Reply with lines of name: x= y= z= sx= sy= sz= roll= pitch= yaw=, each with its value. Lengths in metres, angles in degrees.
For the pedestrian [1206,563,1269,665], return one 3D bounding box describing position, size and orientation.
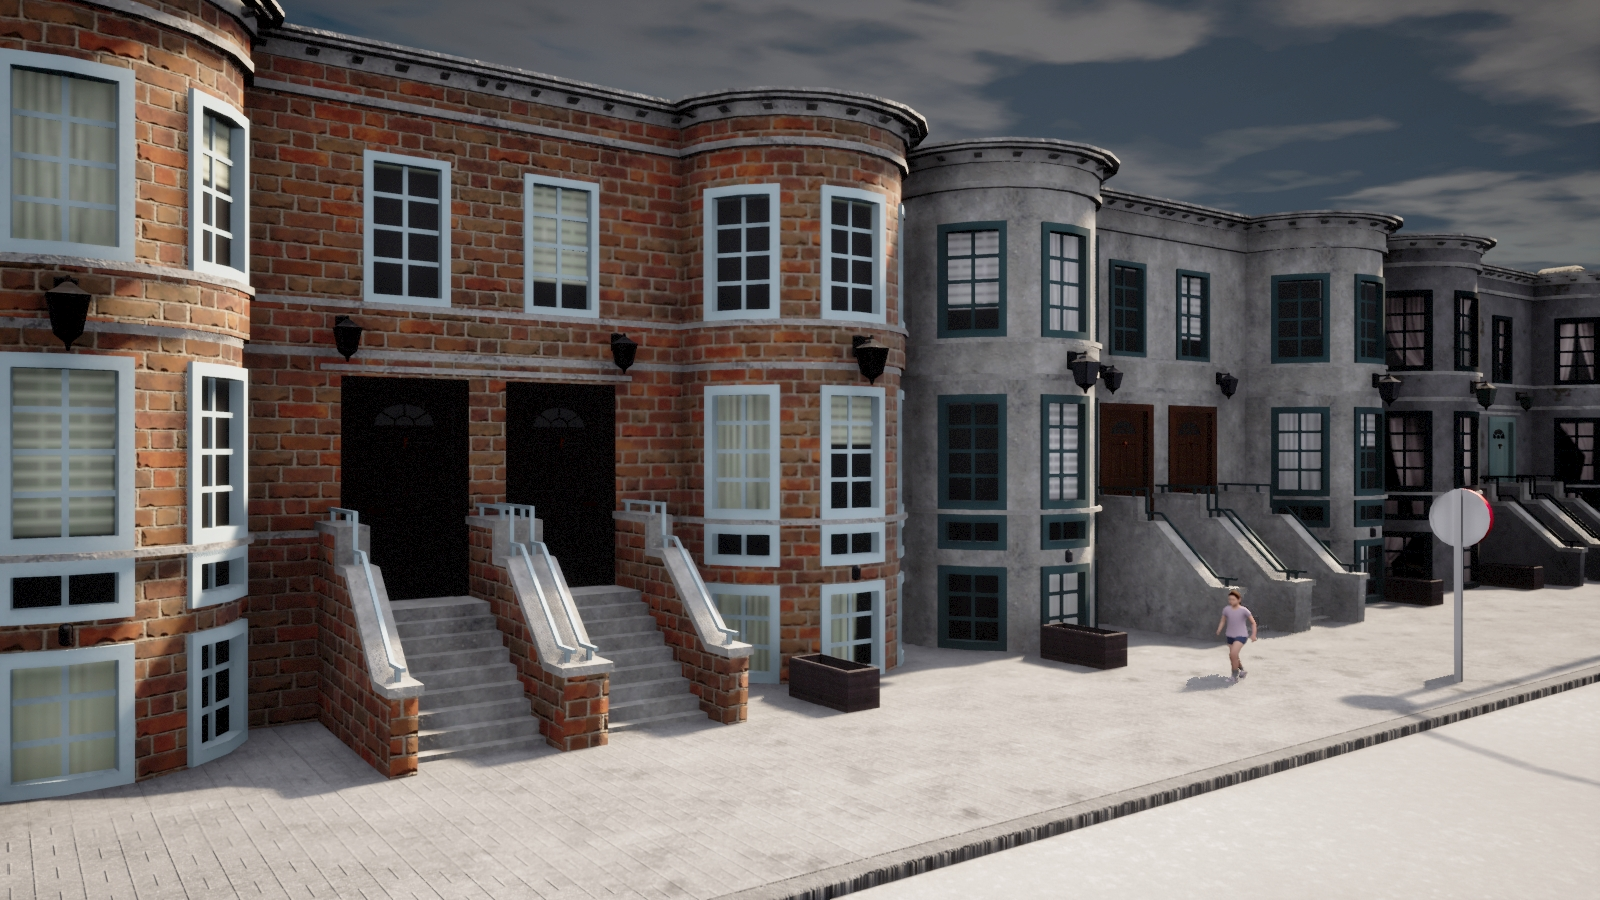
pedestrian: x=5.129 y=1.904 z=13.396 sx=0.500 sy=1.100 sz=0.500 roll=0 pitch=0 yaw=-37
